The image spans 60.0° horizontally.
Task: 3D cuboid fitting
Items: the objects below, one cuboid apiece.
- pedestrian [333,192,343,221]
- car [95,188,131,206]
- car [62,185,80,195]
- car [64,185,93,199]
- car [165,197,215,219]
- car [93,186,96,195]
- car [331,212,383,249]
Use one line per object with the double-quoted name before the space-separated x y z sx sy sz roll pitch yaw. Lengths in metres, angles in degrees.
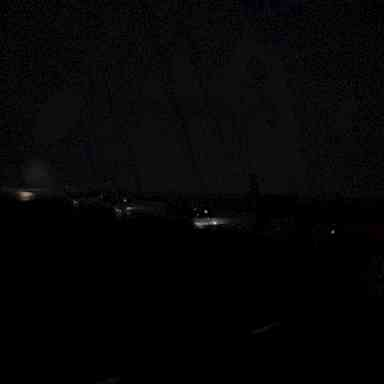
"pedestrian" 9.160 0.864 20.875 0.375 1.860 0.375 -1 0 -35
"car" -8.021 0.549 34.890 2.128 1.511 4.902 -3 3 -35
"car" -21.676 -0.416 59.349 1.837 1.490 4.892 -3 3 -35
"car" -15.634 0.159 45.765 1.812 1.442 4.674 -3 3 -35
"car" -0.222 1.069 23.832 1.994 1.385 4.181 -3 4 -35
"car" -15.815 -0.119 51.044 1.837 1.490 4.892 -3 3 -35
"car" 7.600 1.500 12.753 1.994 1.385 4.181 -2 2 -35
